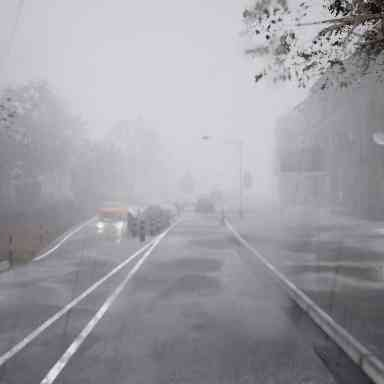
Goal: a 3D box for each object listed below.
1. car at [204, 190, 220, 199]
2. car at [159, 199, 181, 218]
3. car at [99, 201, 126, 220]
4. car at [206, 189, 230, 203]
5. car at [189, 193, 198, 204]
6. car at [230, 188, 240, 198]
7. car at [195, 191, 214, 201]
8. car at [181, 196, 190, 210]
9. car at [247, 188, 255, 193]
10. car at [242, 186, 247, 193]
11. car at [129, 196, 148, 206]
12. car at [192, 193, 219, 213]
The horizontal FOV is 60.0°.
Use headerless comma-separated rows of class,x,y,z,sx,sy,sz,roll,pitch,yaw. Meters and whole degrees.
car,4.200,0.512,67.903,2.097,1.535,5.008,0,2,18
car,-2.591,1.830,33.728,2.002,1.452,4.674,-2,2,4
car,-6.999,1.591,29.517,1.882,1.535,5.008,0,1,-6
car,4.295,0.735,54.170,2.150,2.045,5.566,0,2,13
car,-0.343,1.244,50.231,2.002,1.452,4.674,-1,2,12
car,8.105,0.516,68.341,1.994,1.385,4.181,0,2,20
car,2.379,0.752,61.848,2.231,1.521,4.892,0,2,16
car,-2.078,1.558,39.845,2.097,1.535,5.008,1,3,9
car,14.717,-0.743,92.989,2.435,2.045,5.566,-3,1,28
car,12.188,-0.282,87.978,2.231,1.521,4.892,-3,1,26
car,-7.578,1.234,47.183,1.895,1.301,4.718,0,2,3
car,1.642,1.449,38.878,2.097,1.767,4.553,0,3,7
